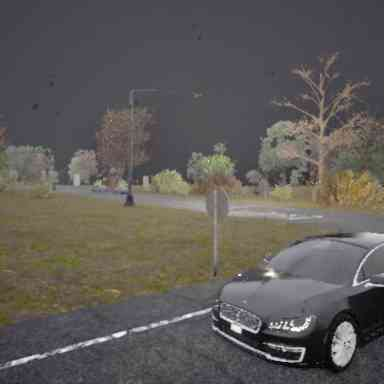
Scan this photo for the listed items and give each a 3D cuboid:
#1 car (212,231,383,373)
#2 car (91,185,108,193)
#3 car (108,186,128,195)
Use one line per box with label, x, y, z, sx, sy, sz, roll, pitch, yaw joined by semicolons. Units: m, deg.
car;2.547;1.493;5.682;4.892;1.490;1.837;0;0;-35
car;-16.713;-0.612;60.524;2.033;1.411;5.357;0;2;-36
car;-11.122;-0.287;52.730;1.994;1.385;4.181;0;2;-36
